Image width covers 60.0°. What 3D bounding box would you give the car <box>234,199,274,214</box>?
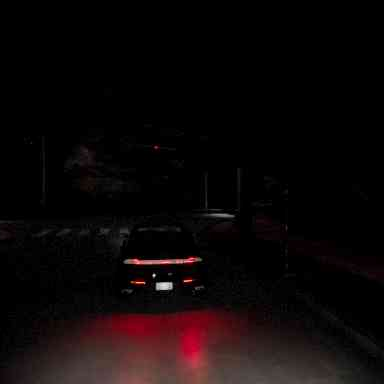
[{"bbox_3d":[6.257,1.368,30.803,4.674,1.442,1.812,0,0,-12],"label":"car"}]

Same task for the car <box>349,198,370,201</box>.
[{"bbox_3d":[16.371,1.348,33.046,4.892,1.490,1.837,0,0,-12],"label":"car"}]

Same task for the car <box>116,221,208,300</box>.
[{"bbox_3d":[-0.840,1.492,8.425,2.128,1.511,4.902,0,0,-8],"label":"car"}]
